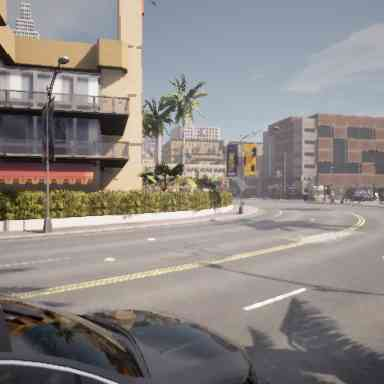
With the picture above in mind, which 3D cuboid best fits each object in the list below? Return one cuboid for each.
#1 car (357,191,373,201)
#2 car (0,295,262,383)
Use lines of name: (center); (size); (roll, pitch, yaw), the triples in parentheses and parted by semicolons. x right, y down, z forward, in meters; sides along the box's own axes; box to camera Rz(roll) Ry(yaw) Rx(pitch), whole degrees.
car: (36.778, 1.211, 72.348); (2.185, 1.767, 4.553); (0, 0, -14)
car: (-1.632, 1.501, 2.115); (4.892, 1.490, 1.837); (0, 0, -36)
